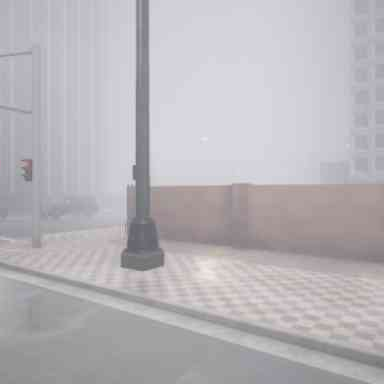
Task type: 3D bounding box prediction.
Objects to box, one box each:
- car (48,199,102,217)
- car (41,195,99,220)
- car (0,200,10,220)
[{"bbox_3d":[-11.736,1.530,33.668,1.882,1.535,5.008,0,0,35],"label":"car"},{"bbox_3d":[-10.770,1.267,28.950,2.150,2.045,5.566,0,0,35],"label":"car"},{"bbox_3d":[-17.028,1.404,26.111,2.097,1.767,4.553,0,0,35],"label":"car"}]
